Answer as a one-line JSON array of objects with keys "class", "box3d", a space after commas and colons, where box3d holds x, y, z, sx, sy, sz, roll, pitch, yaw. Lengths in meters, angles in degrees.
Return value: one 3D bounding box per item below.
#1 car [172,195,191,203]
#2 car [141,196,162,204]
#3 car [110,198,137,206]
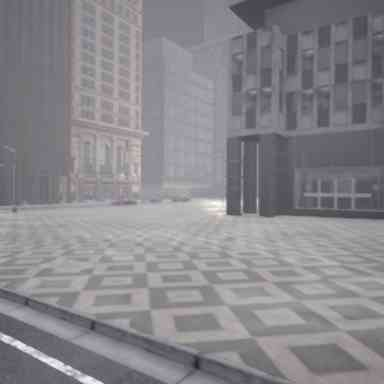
[{"class": "car", "box3d": [-2.130, 1.481, 67.963, 1.837, 1.490, 4.892, 1, 1, 35]}, {"class": "car", "box3d": [-7.948, 1.526, 64.935, 2.128, 1.511, 4.902, 1, 1, 35]}, {"class": "car", "box3d": [-11.256, 1.677, 55.070, 1.895, 1.301, 4.718, 1, 1, 35]}]
